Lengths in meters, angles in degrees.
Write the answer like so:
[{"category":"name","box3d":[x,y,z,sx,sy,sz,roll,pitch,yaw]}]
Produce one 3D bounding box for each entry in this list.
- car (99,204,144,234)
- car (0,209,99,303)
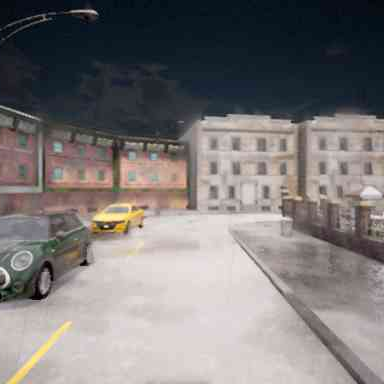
[{"category":"car","box3d":[-4.042,1.421,18.910,1.882,1.535,5.008,0,0,5]},{"category":"car","box3d":[-4.092,1.326,8.348,2.097,1.767,4.553,0,0,0]}]
